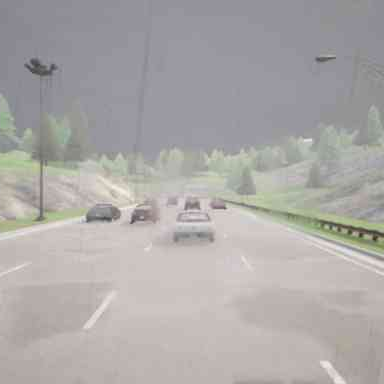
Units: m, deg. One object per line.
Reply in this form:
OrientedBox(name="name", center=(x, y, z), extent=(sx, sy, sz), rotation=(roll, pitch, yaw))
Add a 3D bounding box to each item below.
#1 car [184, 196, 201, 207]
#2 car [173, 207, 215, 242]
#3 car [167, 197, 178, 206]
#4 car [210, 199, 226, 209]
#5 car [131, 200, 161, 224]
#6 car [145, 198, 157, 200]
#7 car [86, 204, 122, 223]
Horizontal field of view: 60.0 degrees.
OrientedBox(name="car", center=(0.062, 1.431, 44.620), extent=(2.097, 1.767, 4.553), rotation=(0, 0, 0))
OrientedBox(name="car", center=(0.088, 1.631, 16.710), extent=(1.895, 1.301, 4.718), rotation=(0, 0, 0))
OrientedBox(name="car", center=(-3.453, 1.605, 59.210), extent=(2.128, 1.511, 4.902), rotation=(0, 0, 0))
OrientedBox(name="car", center=(3.557, 1.637, 46.184), extent=(1.994, 1.385, 4.181), rotation=(0, 0, 0))
OrientedBox(name="car", center=(-3.421, 1.579, 25.112), extent=(1.812, 1.442, 4.674), rotation=(0, 0, 0))
OrientedBox(name="car", center=(-6.949, 1.680, 56.199), extent=(1.994, 1.385, 4.181), rotation=(0, 0, 0))
OrientedBox(name="car", center=(-6.920, 1.627, 26.413), extent=(1.994, 1.385, 4.181), rotation=(0, 0, 0))
